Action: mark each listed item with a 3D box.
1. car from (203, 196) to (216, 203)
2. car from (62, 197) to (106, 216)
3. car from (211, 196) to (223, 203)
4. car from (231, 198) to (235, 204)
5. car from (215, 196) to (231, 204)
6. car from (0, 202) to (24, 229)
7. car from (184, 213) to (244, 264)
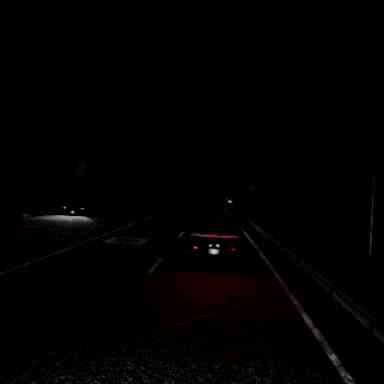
[{"bbox_3d":[3.971,1.954,79.590,1.812,1.442,4.674,3,0,14],"label":"car"},{"bbox_3d":[-8.735,1.135,27.513,2.033,1.411,5.357,3,0,4],"label":"car"},{"bbox_3d":[6.698,1.915,89.399,2.097,1.767,4.553,3,0,19],"label":"car"},{"bbox_3d":[10.175,2.264,88.814,2.128,1.511,4.902,3,0,19],"label":"car"},{"bbox_3d":[7.430,2.183,79.030,1.895,1.301,4.718,3,0,14],"label":"car"},{"bbox_3d":[-9.564,1.105,15.098,1.994,1.385,4.181,3,0,4],"label":"car"},{"bbox_3d":[0.830,1.511,12.036,2.128,1.511,4.902,3,0,4],"label":"car"}]
